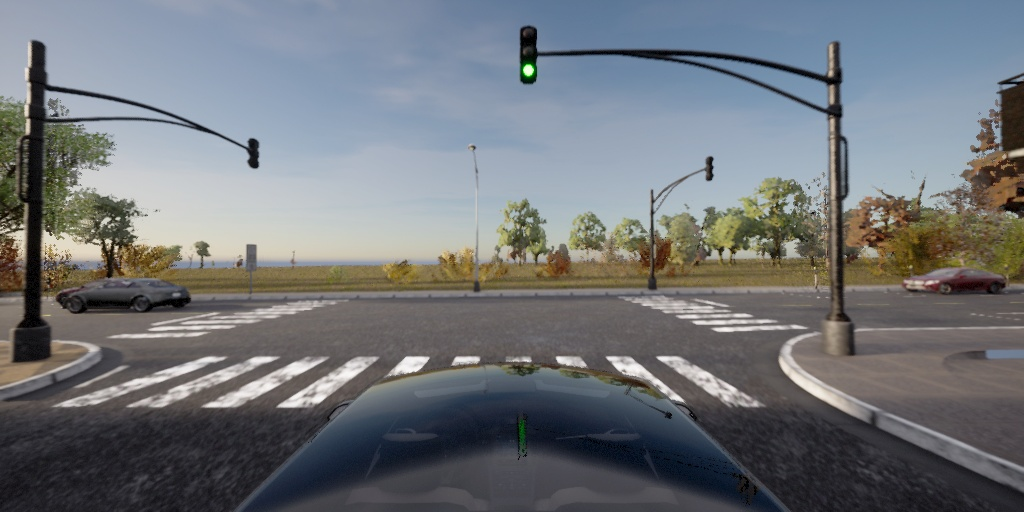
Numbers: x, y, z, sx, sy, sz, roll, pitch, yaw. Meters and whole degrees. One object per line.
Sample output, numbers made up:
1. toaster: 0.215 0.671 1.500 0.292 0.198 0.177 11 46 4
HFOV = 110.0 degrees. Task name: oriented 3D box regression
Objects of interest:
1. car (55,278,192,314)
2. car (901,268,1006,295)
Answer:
1. car: -16.735 1.685 15.732 4.181 1.385 1.994 -1 -1 -1
2. car: 22.930 1.277 18.639 4.207 1.307 1.802 0 0 0
